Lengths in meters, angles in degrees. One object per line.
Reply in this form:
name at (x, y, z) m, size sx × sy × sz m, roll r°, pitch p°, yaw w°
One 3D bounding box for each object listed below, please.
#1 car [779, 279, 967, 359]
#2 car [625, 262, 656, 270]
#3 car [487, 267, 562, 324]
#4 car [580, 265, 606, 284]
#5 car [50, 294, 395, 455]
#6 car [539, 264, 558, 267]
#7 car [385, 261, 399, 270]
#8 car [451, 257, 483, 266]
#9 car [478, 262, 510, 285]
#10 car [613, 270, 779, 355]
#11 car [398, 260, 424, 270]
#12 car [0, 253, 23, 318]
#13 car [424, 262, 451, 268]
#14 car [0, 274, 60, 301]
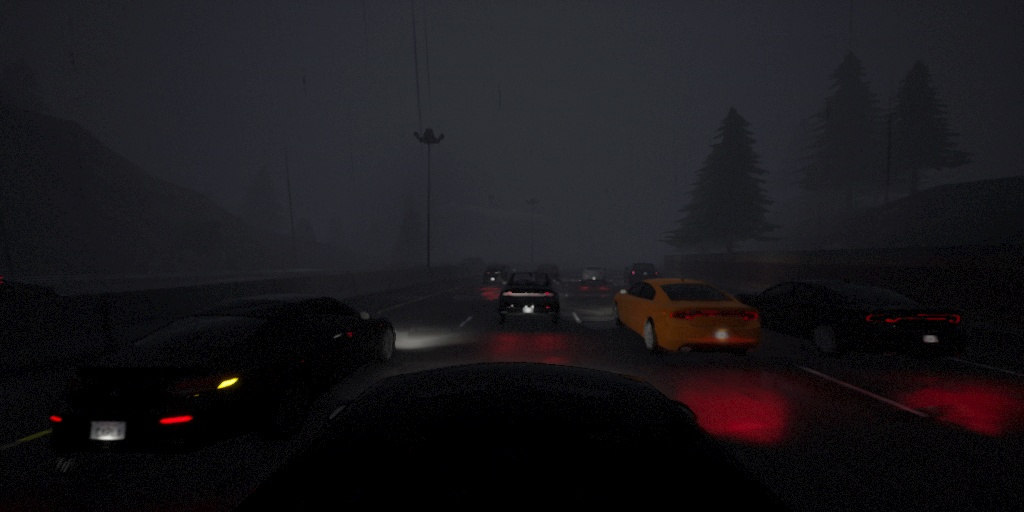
car at (7.370, 1.293, 8.683) m, size 1.882 × 1.535 × 5.008 m, roll 0°, pitch 0°, yaw 3°
car at (9.817, 1.266, 27.407) m, size 2.097 × 1.767 × 4.553 m, roll 0°, pitch 0°, yaw 11°
car at (0.630, 1.294, 12.314) m, size 2.128 × 1.511 × 4.902 m, roll 0°, pitch 0°, yaw 4°
car at (6.467, 1.429, 28.552) m, size 1.812 × 1.442 × 4.674 m, roll 0°, pitch 0°, yaw 11°
car at (-3.273, 1.277, 5.251) m, size 1.812 × 1.442 × 4.674 m, roll 0°, pitch 0°, yaw 1°
car at (2.979, 1.367, 28.938) m, size 1.882 × 1.535 × 5.008 m, roll 0°, pitch 0°, yaw 11°
car at (-16.394, 1.401, 51.942) m, size 2.128 × 1.511 × 4.902 m, roll 0°, pitch 0°, yaw 18°
car at (-5.882, 1.173, 50.311) m, size 2.150 × 2.045 × 5.566 m, roll 0°, pitch -1°, yaw 19°
car at (-0.899, 1.370, 27.318) m, size 1.837 × 1.490 × 4.892 m, roll 0°, pitch 0°, yaw 10°
car at (3.887, 1.279, 8.914) m, size 1.882 × 1.535 × 5.008 m, roll 0°, pitch 0°, yaw 3°
car at (-13.384, 1.477, 49.848) m, size 1.994 × 1.385 × 4.181 m, roll 0°, pitch 0°, yaw 18°
car at (-17.333, 0.927, 9.072) m, size 2.150 × 2.045 × 5.566 m, roll 0°, pitch 0°, yaw 3°
car at (-9.729, 1.530, 49.872) m, size 1.895 × 1.301 × 4.718 m, roll 0°, pitch 0°, yaw 19°
car at (-13.857, 1.209, 8.114) m, size 2.128 × 1.511 × 4.902 m, roll 0°, pitch 0°, yaw 3°
